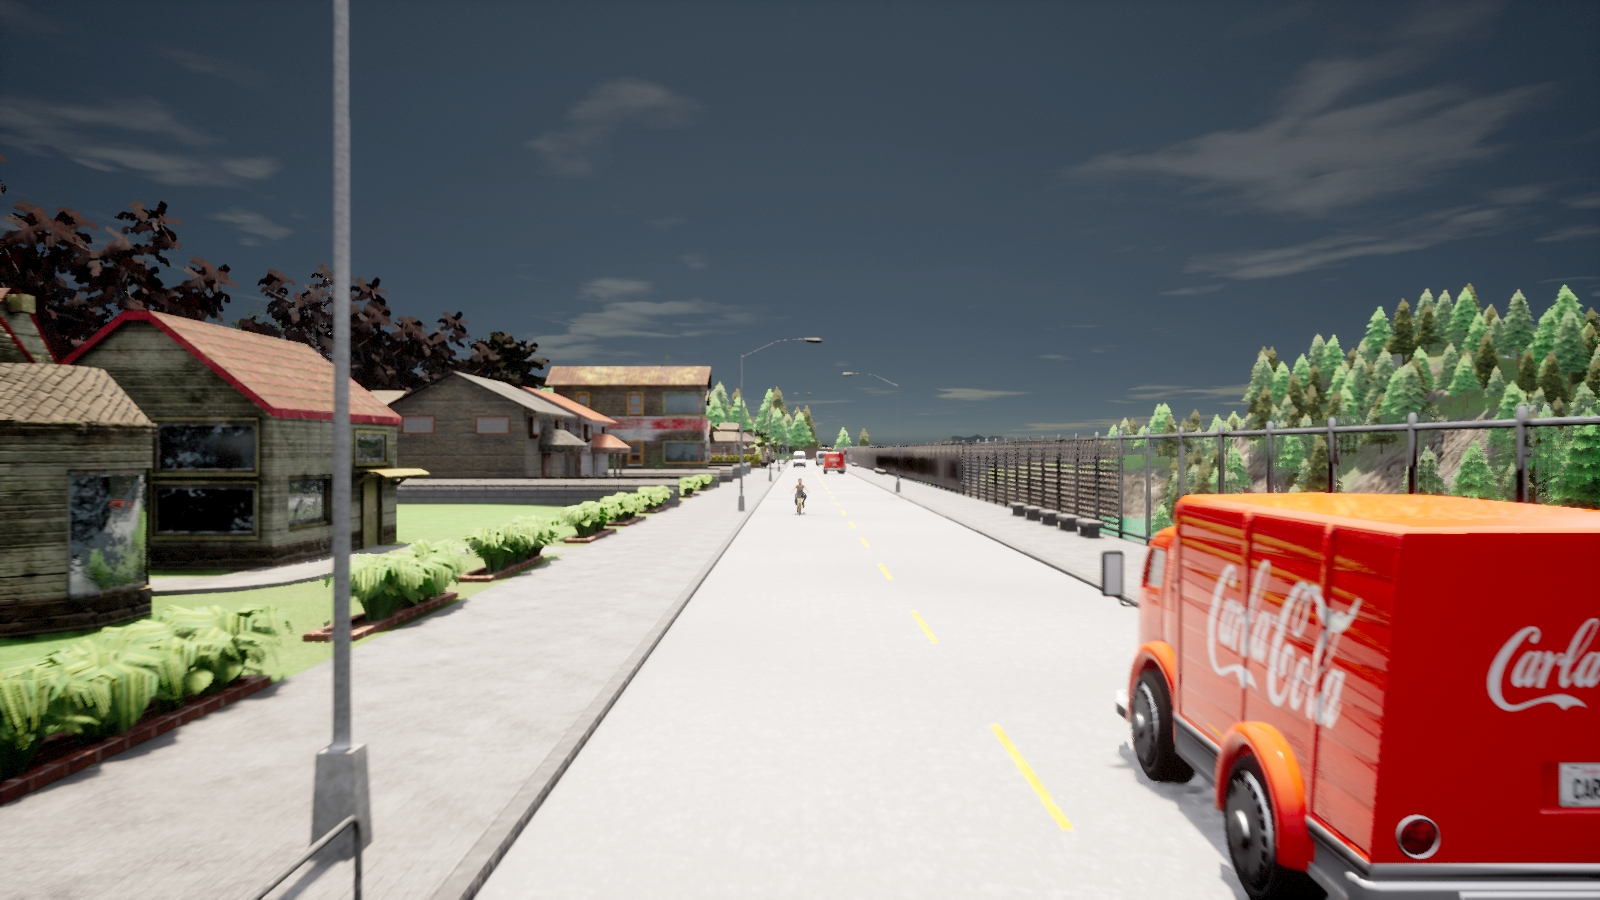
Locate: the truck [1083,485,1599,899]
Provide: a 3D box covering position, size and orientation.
[{"bbox_3d":[4.000,1.570,8.246,2.627,2.467,5.204,0,0,0],"label":"truck"}]

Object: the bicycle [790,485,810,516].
[{"bbox_3d":[0.006,2.162,48.988,0.859,1.276,1.487,0,0,0],"label":"bicycle"}]
